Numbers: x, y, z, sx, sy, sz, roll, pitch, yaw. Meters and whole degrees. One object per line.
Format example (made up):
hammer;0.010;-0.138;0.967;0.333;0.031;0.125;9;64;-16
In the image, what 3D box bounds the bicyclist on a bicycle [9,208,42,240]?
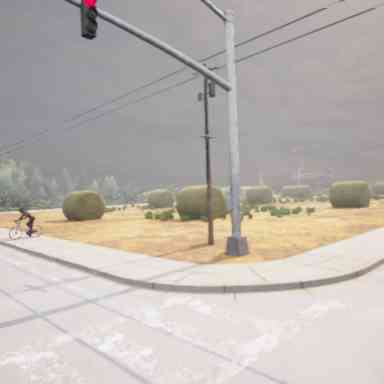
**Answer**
bicyclist on a bicycle;-8.703;1.646;17.407;1.656;1.620;0.582;-3;0;-44
